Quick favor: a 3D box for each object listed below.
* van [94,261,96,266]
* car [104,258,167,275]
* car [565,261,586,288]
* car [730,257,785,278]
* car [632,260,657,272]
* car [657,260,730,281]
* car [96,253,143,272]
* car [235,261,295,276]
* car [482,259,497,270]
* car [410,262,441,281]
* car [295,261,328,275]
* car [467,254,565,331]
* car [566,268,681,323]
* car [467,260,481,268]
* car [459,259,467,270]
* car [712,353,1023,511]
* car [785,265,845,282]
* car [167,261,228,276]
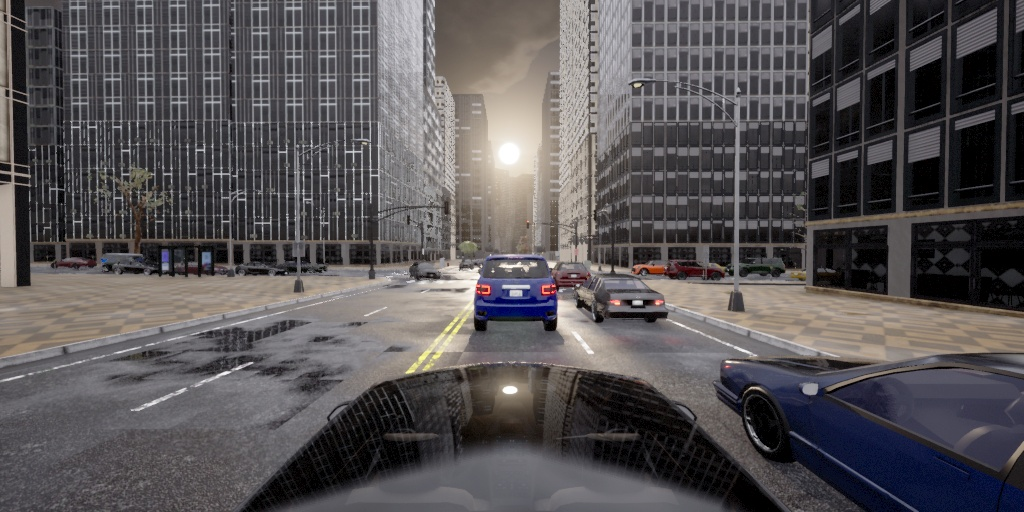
[{"bbox_3d":[-45.295,0.605,41.630,3.998,1.789,1.690,0,0,1],"label":"van"},{"bbox_3d":[-34.102,1.069,32.971,4.313,1.339,1.948,0,0,1],"label":"car"},{"bbox_3d":[3.345,1.092,21.492,2.097,1.767,4.553,0,0,0],"label":"car"},{"bbox_3d":[25.560,1.163,37.761,5.566,2.045,2.150,1,1,1],"label":"car"},{"bbox_3d":[15.030,1.202,37.919,4.553,1.767,2.097,0,1,0],"label":"car"},{"bbox_3d":[16.187,1.268,32.146,5.009,1.841,2.192,0,0,1],"label":"car"},{"bbox_3d":[-37.702,0.779,35.691,4.553,1.767,2.097,1,1,2],"label":"car"},{"bbox_3d":[-22.738,1.173,32.667,4.313,1.339,1.948,0,0,1],"label":"car"},{"bbox_3d":[-3.346,1.191,53.439,1.882,1.535,5.008,0,0,0],"label":"car"},{"bbox_3d":[-7.261,1.263,29.907,1.837,1.490,4.892,4,-2,-26],"label":"car"},{"bbox_3d":[-20.803,1.182,35.336,4.718,1.301,1.895,1,1,1],"label":"car"},{"bbox_3d":[0.096,0.967,11.081,2.150,2.045,5.566,0,0,0],"label":"car"},{"bbox_3d":[3.349,1.293,12.085,2.033,1.411,5.357,0,0,0],"label":"car"},{"bbox_3d":[-6.582,1.303,62.850,1.895,1.301,4.718,0,0,0],"label":"car"},{"bbox_3d":[-6.611,1.219,52.547,1.837,1.490,4.892,0,0,-1],"label":"car"},{"bbox_3d":[3.351,1.297,1.905,2.033,1.411,5.357,0,0,1],"label":"car"},{"bbox_3d":[27.636,1.578,31.951,4.829,1.417,1.751,0,0,1],"label":"car"},{"bbox_3d":[-28.422,1.138,32.799,4.207,1.307,1.802,0,0,1],"label":"car"}]
